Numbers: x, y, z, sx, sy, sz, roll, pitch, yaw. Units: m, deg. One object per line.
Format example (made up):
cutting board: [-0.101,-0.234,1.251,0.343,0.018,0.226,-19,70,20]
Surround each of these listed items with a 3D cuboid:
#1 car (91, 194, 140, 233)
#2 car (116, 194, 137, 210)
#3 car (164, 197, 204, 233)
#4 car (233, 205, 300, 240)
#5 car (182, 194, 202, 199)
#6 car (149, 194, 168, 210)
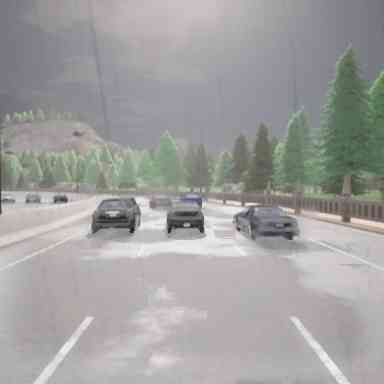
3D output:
car: [-3.972,1.102,18.020,2.097,1.767,4.553,0,1,-5]
car: [-7.110,1.012,35.671,1.837,1.490,4.892,0,1,-15]
car: [-0.451,1.256,17.945,1.837,1.490,4.892,0,1,-5]
car: [3.289,1.330,15.626,2.033,1.411,5.357,0,1,-4]
car: [-0.274,0.964,37.170,1.882,1.535,5.008,0,1,-14]
car: [-3.489,0.999,35.632,2.128,1.511,4.902,0,1,-14]
